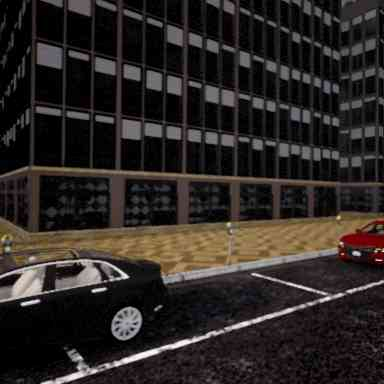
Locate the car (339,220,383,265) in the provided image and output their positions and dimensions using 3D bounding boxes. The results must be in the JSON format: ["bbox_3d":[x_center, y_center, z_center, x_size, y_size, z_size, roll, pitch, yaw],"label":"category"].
[{"bbox_3d":[6.837,1.652,11.426,4.507,1.381,1.887,1,0,-35],"label":"car"}]

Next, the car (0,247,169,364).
[{"bbox_3d":[-2.434,1.557,4.819,4.403,1.369,2.008,1,0,-35],"label":"car"}]
